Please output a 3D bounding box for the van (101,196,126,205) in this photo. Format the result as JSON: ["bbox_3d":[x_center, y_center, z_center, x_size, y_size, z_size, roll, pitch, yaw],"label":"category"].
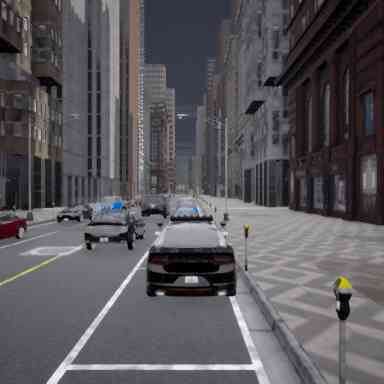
[{"bbox_3d":[-8.911,1.353,36.996,1.690,1.788,3.998,0,0,0],"label":"van"}]

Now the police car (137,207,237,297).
[{"bbox_3d":[-0.012,1.425,8.760,1.930,1.638,5.238,0,0,0],"label":"police car"}]

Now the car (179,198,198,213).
[{"bbox_3d":[-0.386,1.452,37.008,1.967,1.590,4.097,0,0,0],"label":"car"}]

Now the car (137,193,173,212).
[{"bbox_3d":[-3.145,1.267,29.368,2.150,2.045,5.566,0,0,0],"label":"car"}]

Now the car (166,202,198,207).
[{"bbox_3d":[-0.385,1.529,20.269,1.752,1.417,4.829,0,0,0],"label":"car"}]

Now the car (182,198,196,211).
[{"bbox_3d":[-0.385,1.541,42.814,1.752,1.417,4.829,0,0,0],"label":"car"}]

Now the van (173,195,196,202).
[{"bbox_3d":[-0.386,1.348,25.735,1.690,1.788,3.998,0,0,0],"label":"van"}]

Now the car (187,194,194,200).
[{"bbox_3d":[-0.386,1.484,93.370,1.967,1.590,4.097,0,0,0],"label":"car"}]

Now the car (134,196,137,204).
[{"bbox_3d":[-8.910,1.584,48.269,1.947,1.339,4.313,0,0,0],"label":"car"}]

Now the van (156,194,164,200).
[{"bbox_3d":[-8.911,1.385,93.363,1.690,1.788,3.998,0,0,0],"label":"van"}]

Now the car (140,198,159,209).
[{"bbox_3d":[-6.145,1.621,48.337,2.033,1.411,5.357,0,0,0],"label":"car"}]

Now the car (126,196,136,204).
[{"bbox_3d":[-8.910,1.581,42.633,1.947,1.339,4.313,0,0,0],"label":"car"}]

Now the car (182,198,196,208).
[{"bbox_3d":[-0.385,1.569,48.280,2.008,1.369,4.403,0,0,0],"label":"car"}]

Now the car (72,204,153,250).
[{"bbox_3d":[-3.145,1.498,14.338,2.128,1.511,4.902,0,0,0],"label":"car"}]

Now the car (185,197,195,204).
[{"bbox_3d":[-0.385,1.593,65.189,1.947,1.339,4.313,0,0,0],"label":"car"}]

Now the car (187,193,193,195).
[{"bbox_3d":[-0.386,1.464,59.552,1.967,1.590,4.097,0,0,0],"label":"car"}]

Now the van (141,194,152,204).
[{"bbox_3d":[-8.911,1.368,65.180,1.690,1.788,3.998,0,0,0],"label":"van"}]

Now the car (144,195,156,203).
[{"bbox_3d":[-8.911,1.471,70.817,1.967,1.590,4.097,0,0,0],"label":"car"}]

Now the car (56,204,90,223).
[{"bbox_3d":[-8.910,1.572,25.722,1.947,1.339,4.313,0,0,0],"label":"car"}]

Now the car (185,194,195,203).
[{"bbox_3d":[-0.386,1.345,70.826,2.192,1.841,5.009,0,0,0],"label":"car"}]

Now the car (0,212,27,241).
[{"bbox_3d":[-8.910,1.546,14.449,1.887,1.381,4.507,0,0,0],"label":"car"}]

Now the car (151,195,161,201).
[{"bbox_3d":[-8.911,1.477,82.090,1.967,1.590,4.097,0,0,0],"label":"car"}]
